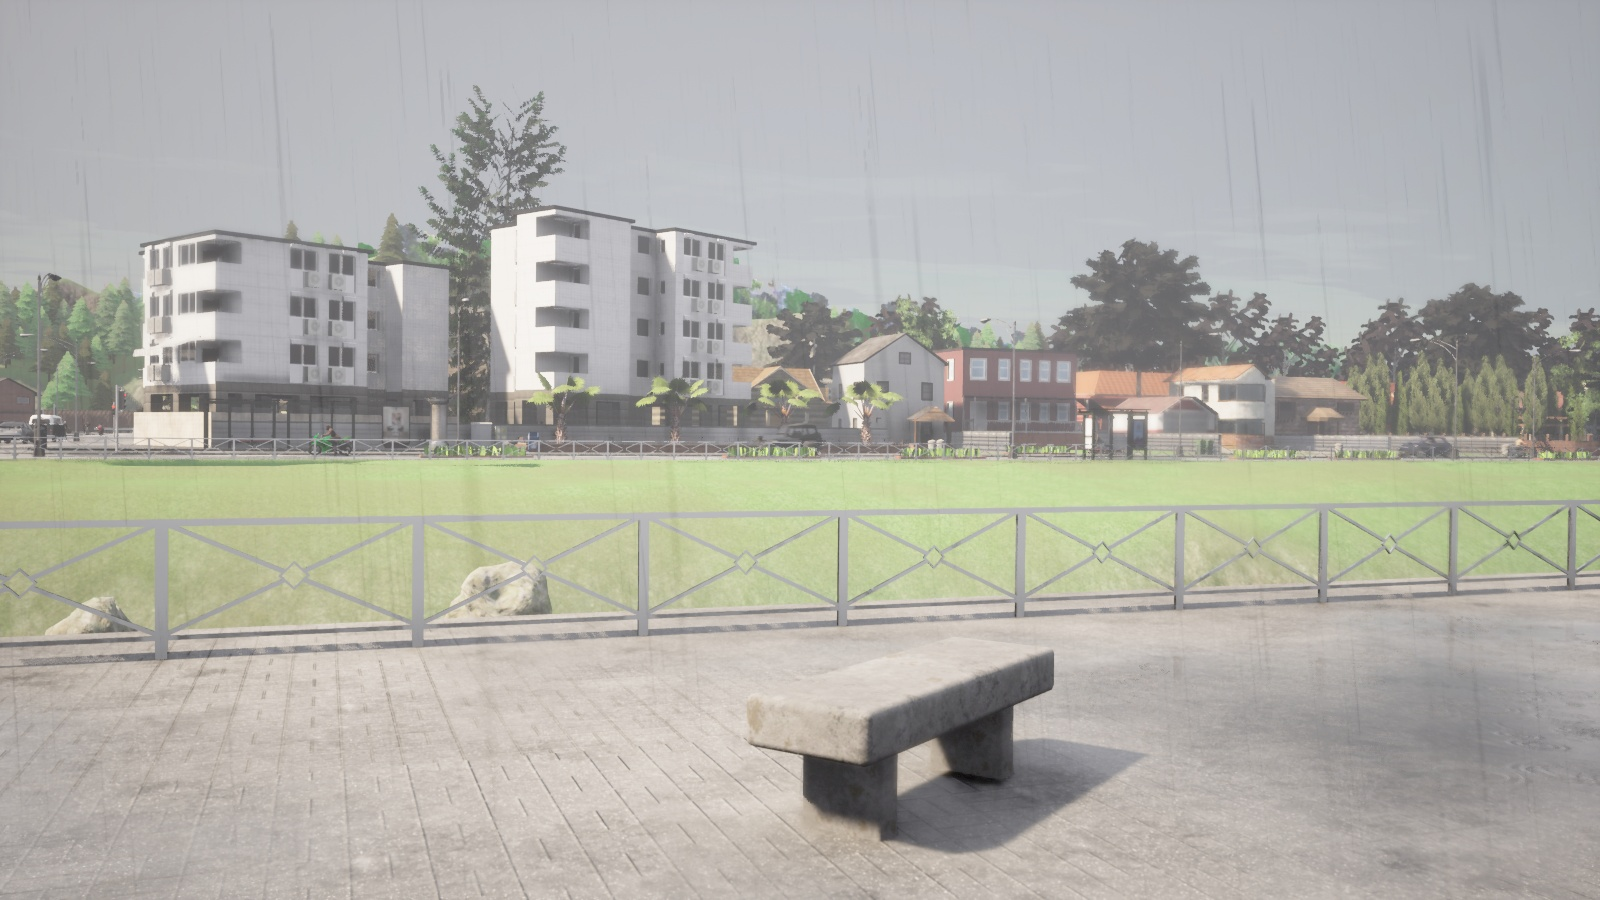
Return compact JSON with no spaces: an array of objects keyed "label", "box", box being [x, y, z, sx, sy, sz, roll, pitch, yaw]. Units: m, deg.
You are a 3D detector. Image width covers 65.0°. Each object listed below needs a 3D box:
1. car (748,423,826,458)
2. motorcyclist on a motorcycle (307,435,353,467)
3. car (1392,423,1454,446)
[{"label":"car","box":[-0.710,-0.529,69.514,3.866,1.878,1.905,-1,1,-21]},{"label":"motorcyclist on a motorcycle","box":[-22.863,0.033,61.111,2.044,1.523,0.797,-1,1,-21]},{"label":"car","box":[42.661,-1.048,85.973,3.633,1.501,1.845,-1,1,-21]}]
